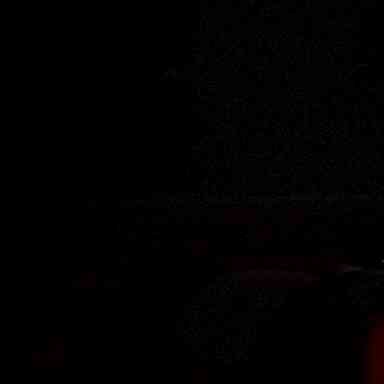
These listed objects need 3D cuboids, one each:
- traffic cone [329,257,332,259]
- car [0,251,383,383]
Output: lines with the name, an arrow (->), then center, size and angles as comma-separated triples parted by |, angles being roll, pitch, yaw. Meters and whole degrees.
traffic cone -> 3.523, 1.956, 8.449 | 0.340, 0.580, 0.340 | 0, 0, -38
car -> 0.745, 1.474, 3.462 | 5.008, 1.535, 1.882 | 0, 0, -36
